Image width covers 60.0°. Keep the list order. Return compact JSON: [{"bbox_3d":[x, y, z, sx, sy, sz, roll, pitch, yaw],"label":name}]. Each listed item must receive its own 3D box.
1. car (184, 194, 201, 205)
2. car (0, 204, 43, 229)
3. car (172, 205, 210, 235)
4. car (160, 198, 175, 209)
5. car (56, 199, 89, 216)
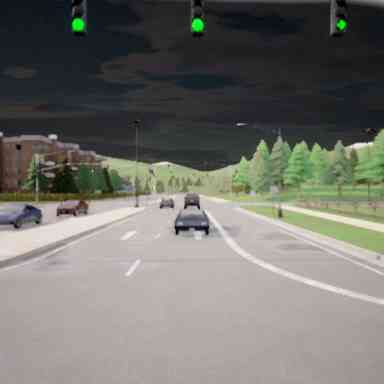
[{"bbox_3d":[0.031,1.266,46.795,2.150,2.045,5.566,0,0,1],"label":"car"},{"bbox_3d":[-11.579,1.546,22.135,1.812,1.442,4.674,0,0,0],"label":"car"},{"bbox_3d":[0.001,1.618,18.928,1.895,1.301,4.718,0,0,0],"label":"car"},{"bbox_3d":[-3.466,1.535,47.219,2.128,1.511,4.902,0,0,0],"label":"car"},{"bbox_3d":[-11.556,1.507,32.486,1.882,1.535,5.008,0,0,0],"label":"car"}]
